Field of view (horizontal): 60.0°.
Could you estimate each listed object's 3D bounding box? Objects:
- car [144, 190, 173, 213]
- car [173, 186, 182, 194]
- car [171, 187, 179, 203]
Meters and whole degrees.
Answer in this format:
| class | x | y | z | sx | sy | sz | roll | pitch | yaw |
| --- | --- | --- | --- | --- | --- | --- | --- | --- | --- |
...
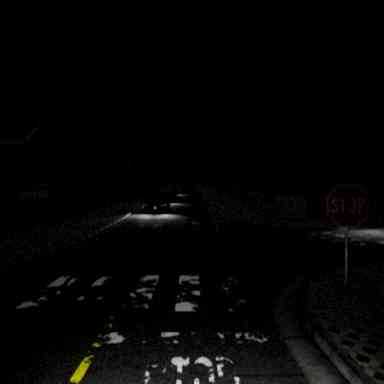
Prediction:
| class | x | y | z | sx | sy | sz | roll | pitch | yaw |
| --- | --- | --- | --- | --- | --- | --- | --- | --- | --- |
| car | -2.881 | 0.899 | 28.362 | 1.837 | 1.490 | 4.892 | 0 | 2 | 0 |
| car | -2.856 | -0.373 | 60.916 | 1.812 | 1.442 | 4.674 | 0 | 2 | 0 |
| car | -2.893 | 0.480 | 39.748 | 1.812 | 1.442 | 4.674 | 0 | 2 | 0 |
